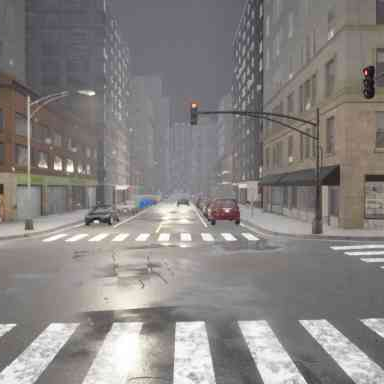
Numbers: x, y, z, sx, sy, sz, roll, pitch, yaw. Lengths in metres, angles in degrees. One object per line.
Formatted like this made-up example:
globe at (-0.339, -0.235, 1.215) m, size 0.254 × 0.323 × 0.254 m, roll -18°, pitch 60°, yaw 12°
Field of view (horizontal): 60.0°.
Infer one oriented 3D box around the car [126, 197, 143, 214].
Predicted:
car at (-6.596, 1.531, 34.818) m, size 1.752 × 1.417 × 4.829 m, roll -1°, pitch 0°, yaw -2°

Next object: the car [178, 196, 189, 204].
car at (-1.706, 1.544, 63.816) m, size 2.033 × 1.411 × 5.357 m, roll 0°, pitch 0°, yaw -2°

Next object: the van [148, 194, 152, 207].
van at (-6.907, 1.345, 46.156) m, size 1.690 × 1.788 × 3.998 m, roll -1°, pitch 0°, yaw -2°

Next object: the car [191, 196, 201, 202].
car at (0.871, 1.542, 74.307) m, size 2.008 × 1.369 × 4.403 m, roll -1°, pitch 0°, yaw -2°

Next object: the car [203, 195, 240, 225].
car at (2.224, 1.319, 24.052) m, size 2.192 × 1.841 × 5.009 m, roll -1°, pitch 0°, yaw -2°

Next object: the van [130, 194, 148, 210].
van at (-6.754, 1.346, 40.571) m, size 1.690 × 1.788 × 3.998 m, roll -1°, pitch 0°, yaw -2°

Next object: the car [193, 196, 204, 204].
car at (1.172, 1.563, 63.139) m, size 1.947 × 1.339 × 4.313 m, roll -1°, pitch 0°, yaw -2°

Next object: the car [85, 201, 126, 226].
car at (-6.296, 1.570, 23.820) m, size 1.947 × 1.339 × 4.313 m, roll -1°, pitch 0°, yaw -2°

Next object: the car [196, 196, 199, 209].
car at (1.769, 1.530, 40.973) m, size 1.752 × 1.417 × 4.829 m, roll -1°, pitch 0°, yaw -2°

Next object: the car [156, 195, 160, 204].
car at (-7.211, 1.315, 57.323) m, size 2.192 × 1.841 × 5.009 m, roll -1°, pitch 0°, yaw -2°

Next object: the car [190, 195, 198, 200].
car at (0.419, 1.529, 91.058) m, size 2.008 × 1.369 × 4.403 m, roll -1°, pitch 0°, yaw -2°

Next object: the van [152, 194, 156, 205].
van at (-7.058, 1.343, 51.739) m, size 1.690 × 1.788 × 3.998 m, roll -1°, pitch 0°, yaw -2°

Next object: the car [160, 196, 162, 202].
car at (-7.361, 1.437, 62.907) m, size 1.967 × 1.590 × 4.097 m, roll -1°, pitch 0°, yaw -2°

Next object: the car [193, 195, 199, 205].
car at (1.621, 1.318, 46.387) m, size 2.192 × 1.841 × 5.009 m, roll -1°, pitch 0°, yaw -2°

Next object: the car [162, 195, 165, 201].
car at (-7.665, 1.432, 74.074) m, size 1.967 × 1.590 × 4.097 m, roll -1°, pitch 0°, yaw -2°

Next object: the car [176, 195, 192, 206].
car at (-1.422, 1.506, 53.398) m, size 1.837 × 1.490 × 4.892 m, roll 0°, pitch 0°, yaw -2°

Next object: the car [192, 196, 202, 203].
car at (1.021, 1.560, 68.723) m, size 1.947 × 1.339 × 4.313 m, roll -1°, pitch 0°, yaw -2°

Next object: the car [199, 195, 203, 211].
car at (2.073, 1.320, 29.636) m, size 2.192 × 1.841 × 5.009 m, roll -1°, pitch 0°, yaw -2°
